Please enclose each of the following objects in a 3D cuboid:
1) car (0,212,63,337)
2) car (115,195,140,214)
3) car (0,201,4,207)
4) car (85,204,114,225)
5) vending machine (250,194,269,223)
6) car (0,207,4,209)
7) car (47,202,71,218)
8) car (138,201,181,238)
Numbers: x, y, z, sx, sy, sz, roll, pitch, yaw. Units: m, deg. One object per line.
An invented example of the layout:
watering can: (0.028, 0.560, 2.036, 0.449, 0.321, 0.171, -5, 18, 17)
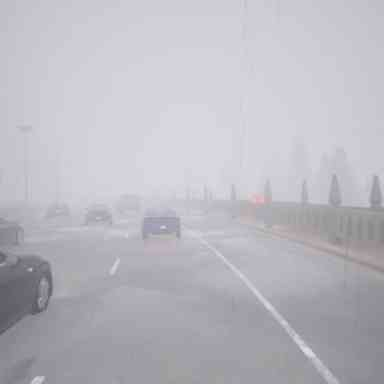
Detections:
car: (-3.728, 1.368, 4.731, 2.097, 1.767, 4.553, 0, 0, -3)
car: (-7.156, 1.297, 37.113, 2.150, 2.045, 5.566, 0, 0, -21)
car: (-24.664, 1.827, 41.535, 1.895, 1.301, 4.718, 0, 0, -28)
car: (-6.758, 1.578, 24.301, 1.812, 1.442, 4.674, 0, 0, -14)
vending machine: (4.989, 1.182, 24.576, 1.100, 2.100, 0.880, 0, 0, -13)
car: (-7.981, 1.546, 12.497, 1.837, 1.490, 4.892, 0, 0, -7)
car: (-12.573, 1.666, 31.459, 1.994, 1.385, 4.181, 0, 0, -19)
car: (-1.787, 1.494, 17.922, 1.882, 1.535, 5.008, 0, 0, -10)
